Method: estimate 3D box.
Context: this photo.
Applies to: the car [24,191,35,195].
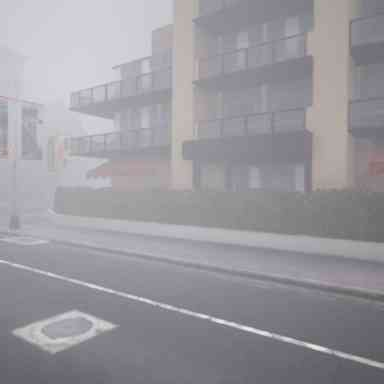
[{"bbox_3d":[-37.202,0.478,72.496,4.892,1.521,2.231,1,1,35],"label":"car"}]
